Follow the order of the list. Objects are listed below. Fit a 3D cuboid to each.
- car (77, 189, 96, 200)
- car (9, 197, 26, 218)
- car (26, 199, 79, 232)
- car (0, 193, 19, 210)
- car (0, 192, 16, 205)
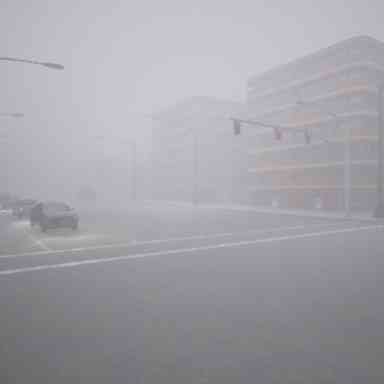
[{"bbox_3d":[-19.379,0.393,60.969,2.150,2.045,5.566,0,1,-34],"label":"car"},{"bbox_3d":[-13.485,1.324,27.316,1.895,1.301,4.718,0,1,-34],"label":"car"},{"bbox_3d":[-8.200,1.338,19.613,1.882,1.535,5.008,0,1,-35],"label":"car"},{"bbox_3d":[-19.126,1.112,35.593,1.994,1.385,4.181,0,1,-34],"label":"car"},{"bbox_3d":[-24.868,0.858,44.066,2.128,1.511,4.902,0,1,-34],"label":"car"}]
